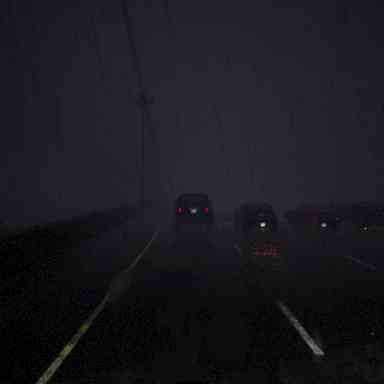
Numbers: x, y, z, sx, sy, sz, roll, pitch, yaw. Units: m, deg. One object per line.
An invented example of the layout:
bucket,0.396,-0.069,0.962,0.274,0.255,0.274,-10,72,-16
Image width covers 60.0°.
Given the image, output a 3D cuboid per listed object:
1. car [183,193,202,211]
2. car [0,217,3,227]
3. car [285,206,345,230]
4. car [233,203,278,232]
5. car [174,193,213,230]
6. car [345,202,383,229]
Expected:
car,0.079,1.164,39.977,2.150,2.045,5.566,0,-1,0
car,-10.592,1.506,14.723,1.895,1.301,4.718,0,0,0
car,7.090,1.472,20.086,1.895,1.301,4.718,0,0,0
car,3.591,1.381,19.257,1.837,1.490,4.892,0,0,0
car,0.090,1.091,20.240,2.150,2.045,5.566,0,0,0
car,10.590,1.345,20.646,1.882,1.535,5.008,0,0,0
